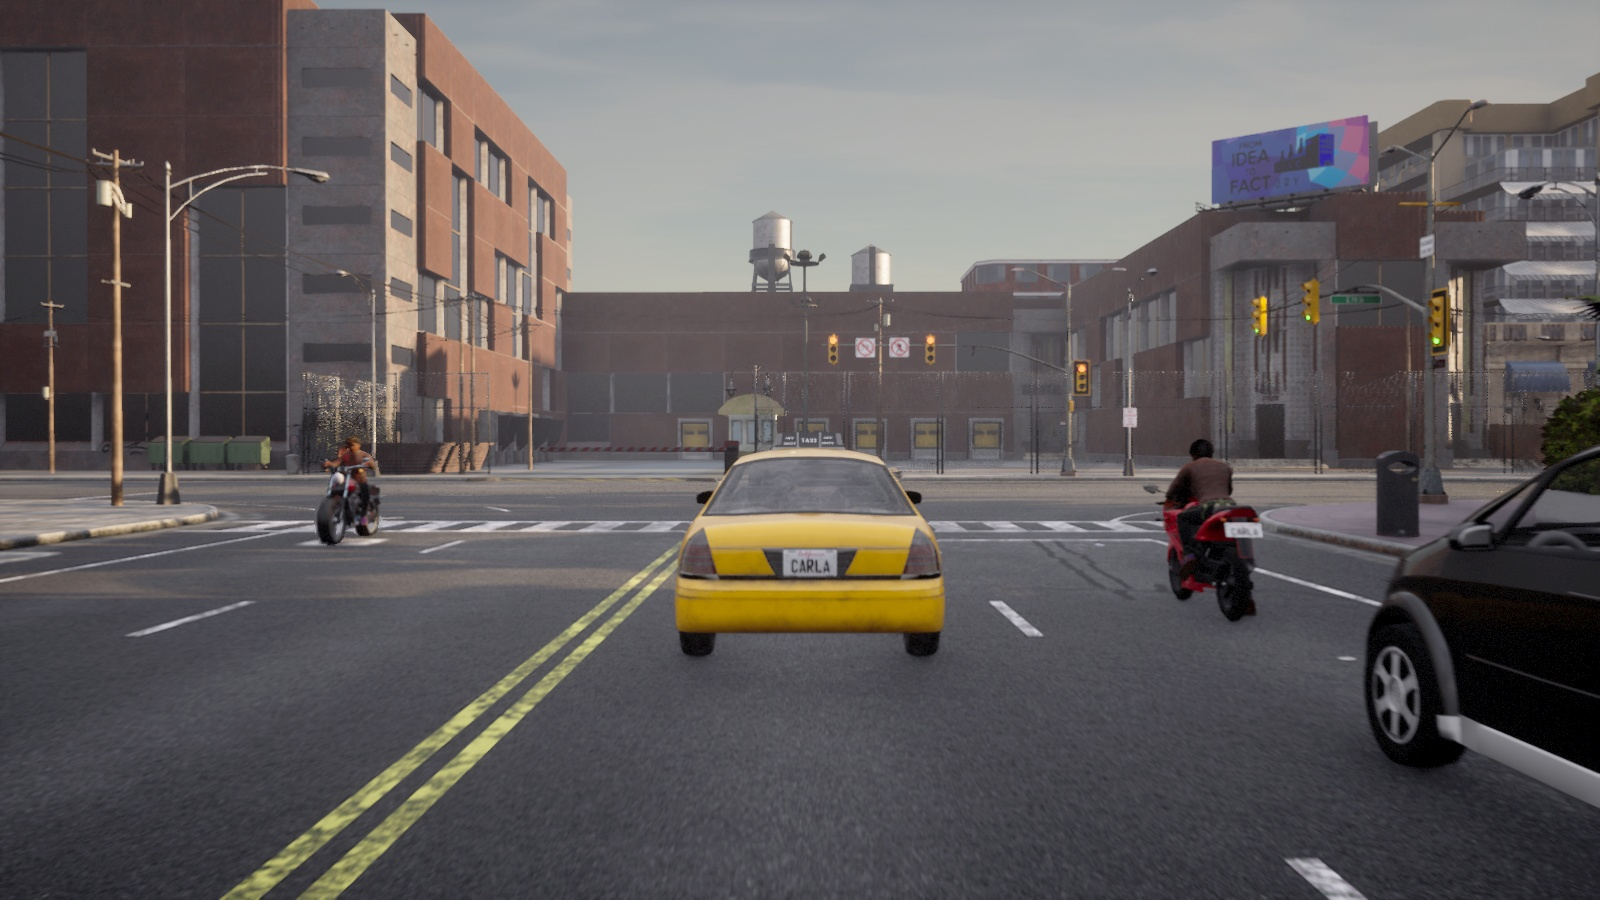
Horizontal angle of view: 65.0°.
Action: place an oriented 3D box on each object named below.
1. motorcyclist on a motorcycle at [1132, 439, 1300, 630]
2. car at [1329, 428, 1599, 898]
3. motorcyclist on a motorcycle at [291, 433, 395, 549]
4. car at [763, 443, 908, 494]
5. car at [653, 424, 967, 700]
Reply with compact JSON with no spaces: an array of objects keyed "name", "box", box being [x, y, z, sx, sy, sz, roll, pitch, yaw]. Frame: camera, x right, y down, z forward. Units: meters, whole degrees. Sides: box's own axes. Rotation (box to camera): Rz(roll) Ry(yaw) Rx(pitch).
[{"name":"motorcyclist on a motorcycle","box":[3.578,0.665,11.002,0.797,1.523,2.044,0,0,0]},{"name":"car","box":[3.537,0.701,4.454,1.789,1.549,3.705,0,0,1]},{"name":"motorcyclist on a motorcycle","box":[-6.881,0.576,19.056,0.766,1.649,2.350,0,1,-1]},{"name":"car","box":[1.033,0.536,37.230,4.193,1.474,1.816,0,0,1]},{"name":"car","box":[0.071,0.626,9.881,1.801,1.575,5.366,0,0,0]}]
